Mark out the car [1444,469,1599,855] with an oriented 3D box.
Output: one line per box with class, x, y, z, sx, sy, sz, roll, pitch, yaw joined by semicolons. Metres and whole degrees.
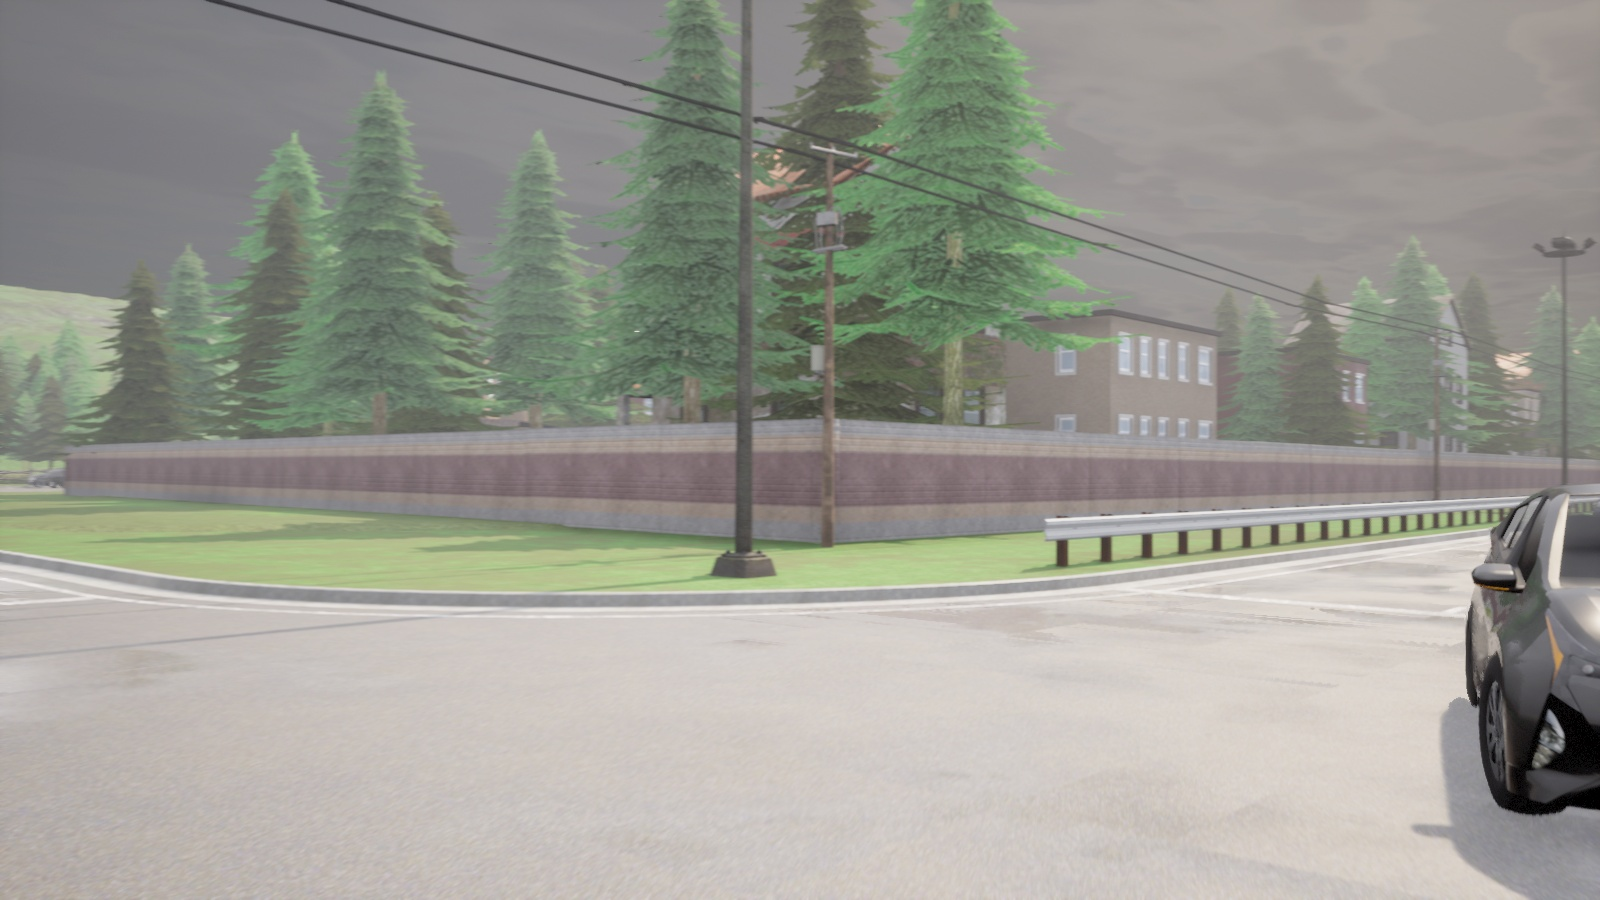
car;4.699;0.865;6.752;2.007;1.525;4.514;-1;-1;25
